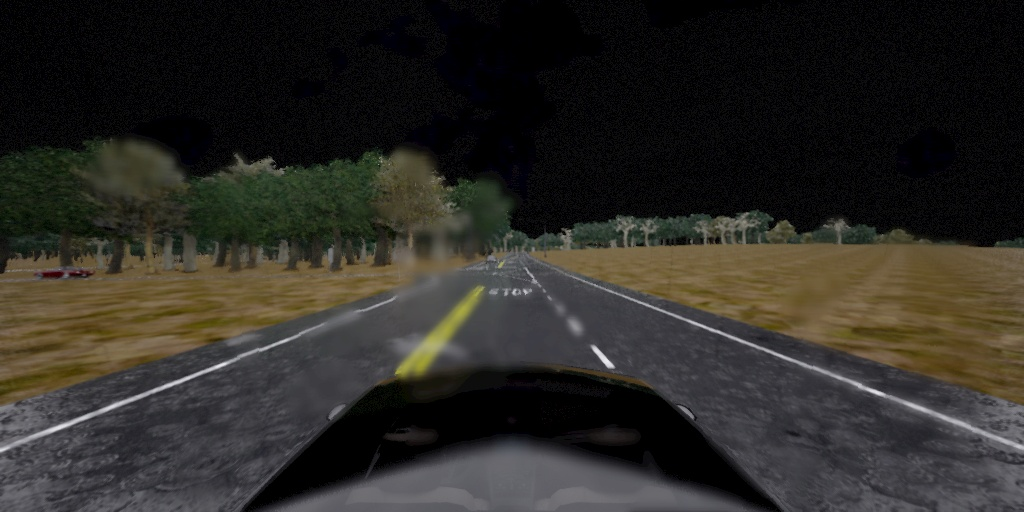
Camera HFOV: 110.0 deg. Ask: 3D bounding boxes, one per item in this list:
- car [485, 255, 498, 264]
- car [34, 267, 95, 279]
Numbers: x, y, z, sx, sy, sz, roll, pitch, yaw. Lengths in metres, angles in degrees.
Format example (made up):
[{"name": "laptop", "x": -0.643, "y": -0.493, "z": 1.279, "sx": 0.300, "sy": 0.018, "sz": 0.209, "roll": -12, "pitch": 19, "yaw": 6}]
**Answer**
[{"name": "car", "x": -3.481, "y": 0.591, "z": 61.217, "sx": 1.837, "sy": 1.490, "sz": 4.892, "roll": 0, "pitch": 1, "yaw": 0}, {"name": "car", "x": -48.120, "y": 1.808, "z": 38.524, "sx": 4.718, "sy": 1.301, "sz": 1.895, "roll": -1, "pitch": -1, "yaw": 1}]
